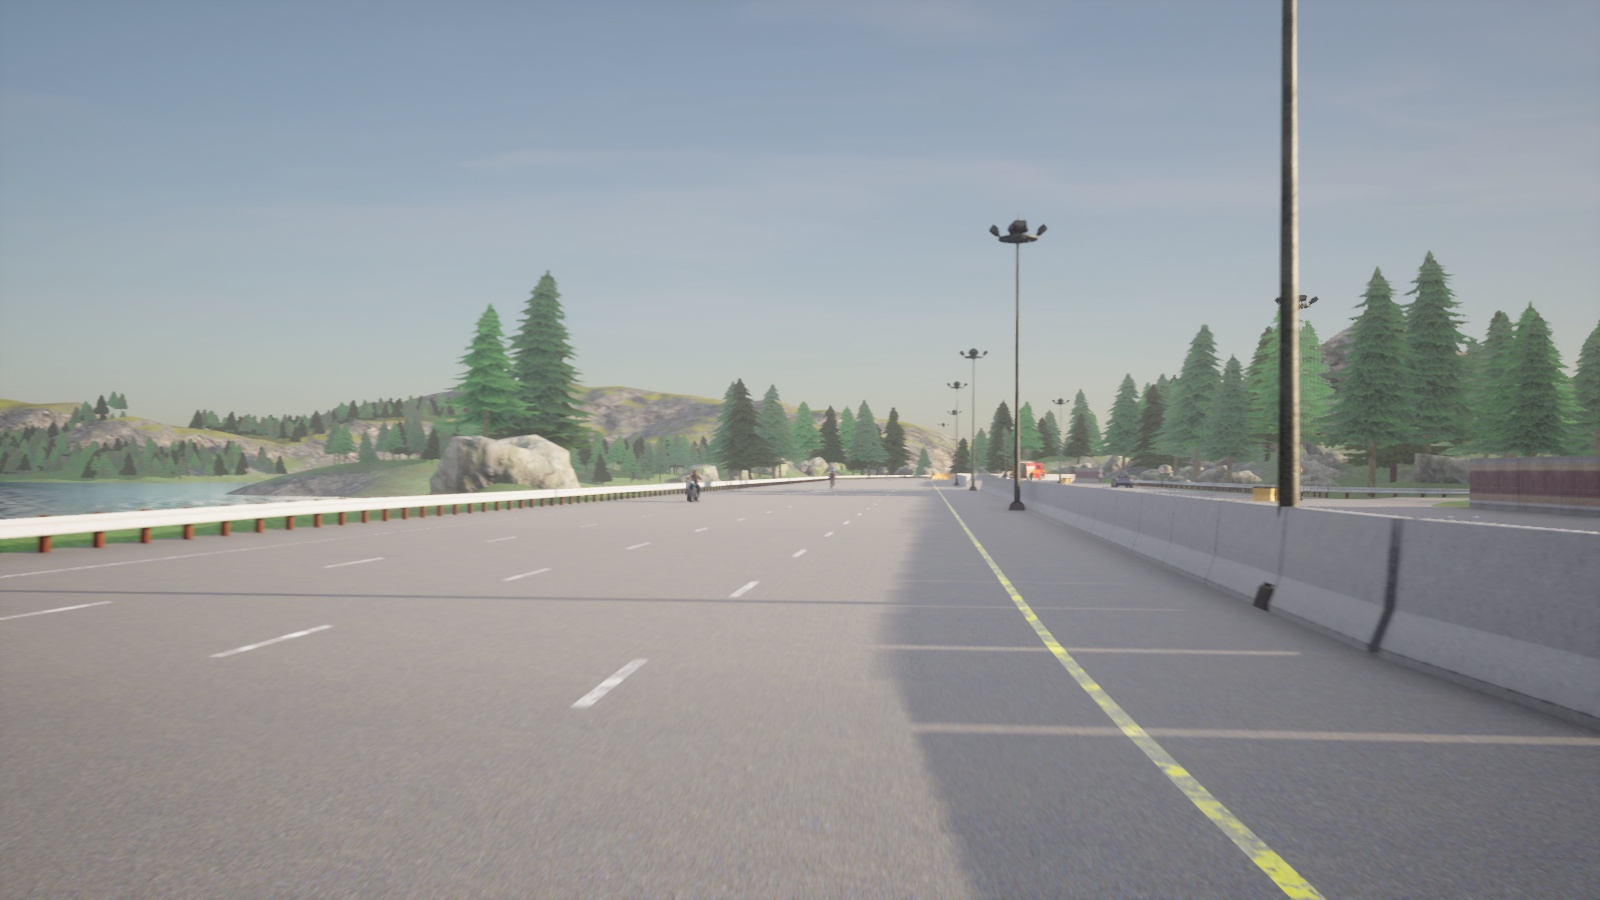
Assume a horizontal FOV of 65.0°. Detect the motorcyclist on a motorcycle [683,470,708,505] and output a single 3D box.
[{"bbox_3d":[-5.045,1.785,60.735,0.766,1.649,2.350,0,-1,6],"label":"motorcyclist on a motorcycle"}]
